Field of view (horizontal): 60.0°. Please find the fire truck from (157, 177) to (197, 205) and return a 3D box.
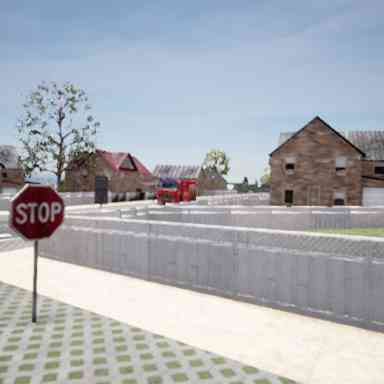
[{"bbox_3d":[-1.934,-0.138,47.272,2.891,3.827,8.468,2,1,19],"label":"fire truck"}]
